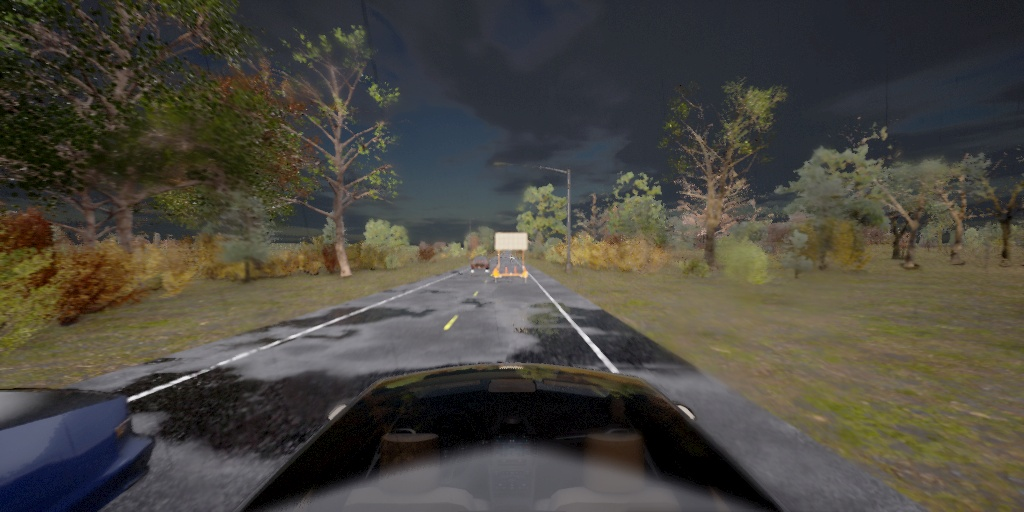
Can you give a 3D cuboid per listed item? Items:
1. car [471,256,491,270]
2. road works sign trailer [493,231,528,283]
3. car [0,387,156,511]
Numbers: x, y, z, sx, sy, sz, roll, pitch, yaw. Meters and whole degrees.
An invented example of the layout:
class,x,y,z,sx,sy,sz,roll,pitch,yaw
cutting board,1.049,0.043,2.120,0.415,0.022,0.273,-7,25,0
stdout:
class,x,y,z,sx,sy,sz,roll,pitch,yaw
car,-3.748,0.737,43.374,2.097,1.767,4.553,0,0,0
road works sign trailer,-0.061,0.003,25.675,2.380,3.560,2.880,0,0,1
car,-3.600,1.312,0.230,2.033,1.411,5.357,0,0,0
